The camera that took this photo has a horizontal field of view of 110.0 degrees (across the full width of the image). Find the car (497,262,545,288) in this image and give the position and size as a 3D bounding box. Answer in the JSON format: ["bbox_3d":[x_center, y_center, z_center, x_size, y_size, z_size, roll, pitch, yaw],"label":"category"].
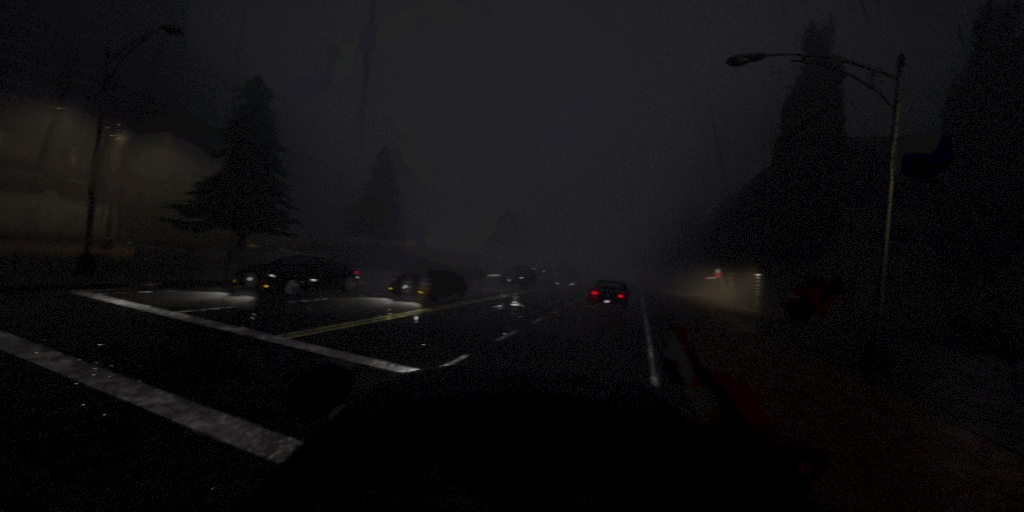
[{"bbox_3d":[0.631,1.523,27.337,2.128,1.511,4.902,5,-1,19],"label":"car"}]

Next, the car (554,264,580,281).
[{"bbox_3d":[7.284,2.044,45.942,2.150,2.045,5.566,5,-1,20],"label":"car"}]

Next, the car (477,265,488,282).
[{"bbox_3d":[-3.506,1.230,26.115,1.895,1.301,4.718,5,0,19],"label":"car"}]

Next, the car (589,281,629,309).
[{"bbox_3d":[5.453,2.026,19.756,1.895,1.301,4.718,5,-1,19],"label":"car"}]

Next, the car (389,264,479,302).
[{"bbox_3d":[-3.436,1.109,15.783,1.994,1.385,4.181,5,-1,19],"label":"car"}]

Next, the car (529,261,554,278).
[{"bbox_3d":[4.018,1.876,47.201,2.097,1.767,4.553,5,0,20],"label":"car"}]

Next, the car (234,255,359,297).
[{"bbox_3d":[-7.892,0.668,13.616,1.994,1.385,4.181,5,0,19],"label":"car"}]
